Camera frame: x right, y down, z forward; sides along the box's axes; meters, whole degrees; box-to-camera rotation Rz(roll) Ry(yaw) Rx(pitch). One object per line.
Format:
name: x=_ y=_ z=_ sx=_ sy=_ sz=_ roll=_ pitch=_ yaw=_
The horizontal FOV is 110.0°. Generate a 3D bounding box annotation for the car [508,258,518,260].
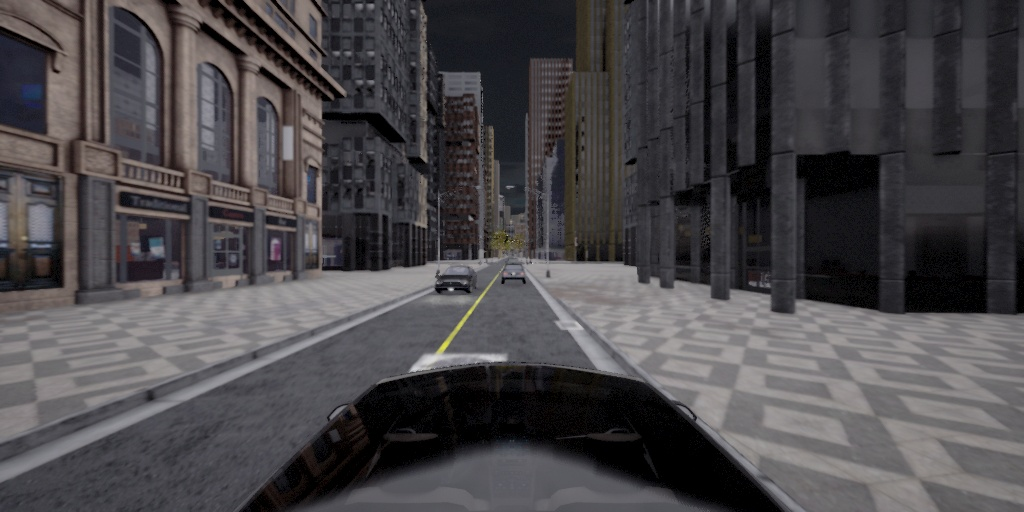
car: x=0.127 y=1.070 z=49.315 sx=2.097 sy=1.767 sz=4.553 roll=0 pitch=0 yaw=0

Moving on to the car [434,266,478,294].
car: x=-3.015 y=1.289 z=20.523 sx=2.033 sy=1.411 sz=5.357 roll=0 pitch=0 yaw=1

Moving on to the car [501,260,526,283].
car: x=0.116 y=1.285 z=27.344 sx=2.033 sy=1.411 sz=5.357 roll=0 pitch=0 yaw=0
